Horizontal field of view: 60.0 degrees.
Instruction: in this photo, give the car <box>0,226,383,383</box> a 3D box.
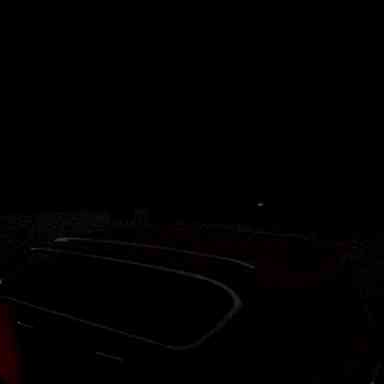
[{"bbox_3d":[-0.754,1.304,3.500,5.009,1.841,2.192,0,0,36],"label":"car"}]
